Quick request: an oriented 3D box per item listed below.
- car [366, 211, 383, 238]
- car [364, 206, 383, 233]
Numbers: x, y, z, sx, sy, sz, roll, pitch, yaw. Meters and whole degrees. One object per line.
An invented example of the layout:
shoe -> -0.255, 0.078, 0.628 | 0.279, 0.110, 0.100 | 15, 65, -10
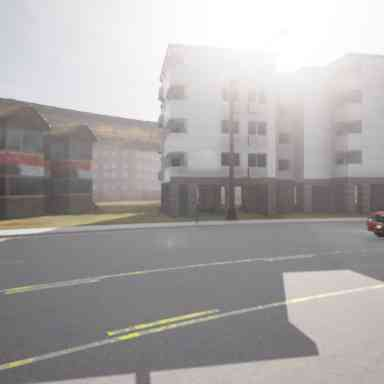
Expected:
car -> 11.090, 1.203, 15.464 | 5.566, 2.045, 2.150 | 0, 0, -11
car -> 13.105, 1.525, 19.385 | 5.357, 1.411, 2.033 | 0, 0, -9
